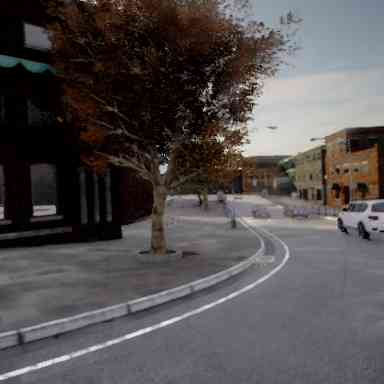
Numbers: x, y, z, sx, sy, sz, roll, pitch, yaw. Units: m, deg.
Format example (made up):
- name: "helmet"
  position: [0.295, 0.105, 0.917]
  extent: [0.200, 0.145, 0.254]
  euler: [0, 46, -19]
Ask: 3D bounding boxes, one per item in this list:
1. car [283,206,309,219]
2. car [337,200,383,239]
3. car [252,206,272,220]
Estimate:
- name: "car"
  position: [11.688, 2.251, 37.576]
  extent: [2.033, 1.411, 5.357]
  euler: [-2, -1, 4]
- name: "car"
  position: [10.190, 1.473, 19.065]
  extent: [2.150, 2.045, 5.566]
  euler: [-2, -1, 6]
- name: "car"
  position: [8.094, 2.395, 39.081]
  extent: [1.837, 1.490, 4.892]
  euler: [-2, -1, 4]
